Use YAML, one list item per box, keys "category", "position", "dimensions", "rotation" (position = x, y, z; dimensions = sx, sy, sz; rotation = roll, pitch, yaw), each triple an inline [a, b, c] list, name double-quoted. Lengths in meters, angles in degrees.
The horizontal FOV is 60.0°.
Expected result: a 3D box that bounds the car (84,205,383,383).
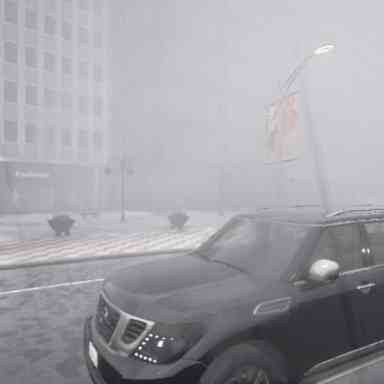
- category: "car"
  position: [1.473, 1.228, 4.555]
  dimensions: [5.566, 2.045, 2.150]
  rotation: [0, 0, -28]
